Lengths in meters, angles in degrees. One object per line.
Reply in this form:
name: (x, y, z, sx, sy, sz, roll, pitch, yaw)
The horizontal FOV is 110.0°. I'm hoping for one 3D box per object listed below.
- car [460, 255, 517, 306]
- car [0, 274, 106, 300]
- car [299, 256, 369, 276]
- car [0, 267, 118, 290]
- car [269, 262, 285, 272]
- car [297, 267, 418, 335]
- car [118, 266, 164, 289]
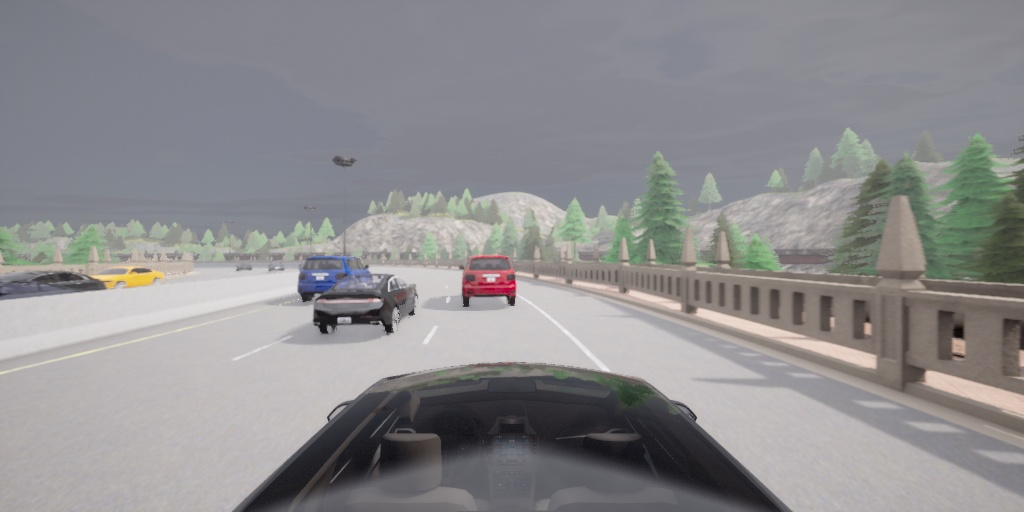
car: (-1.153, 0.985, 16.115, 2.150, 2.045, 5.566, 0, 0, -8)
car: (-14.723, 1.385, 10.073, 1.994, 1.385, 4.181, 0, 0, -6)
car: (-8.475, 1.023, 17.631, 2.150, 2.045, 5.566, 0, 0, -10)
car: (-18.714, 1.352, 13.872, 1.837, 1.490, 4.892, 0, 0, -9)
car: (-34.600, 1.600, 52.749, 2.128, 1.511, 4.902, 0, 0, -35)
car: (-4.037, 1.263, 10.625, 2.128, 1.511, 4.902, 0, 0, -5)
car: (-23.962, 1.376, 22.079, 1.882, 1.535, 5.008, 0, 0, -15)
